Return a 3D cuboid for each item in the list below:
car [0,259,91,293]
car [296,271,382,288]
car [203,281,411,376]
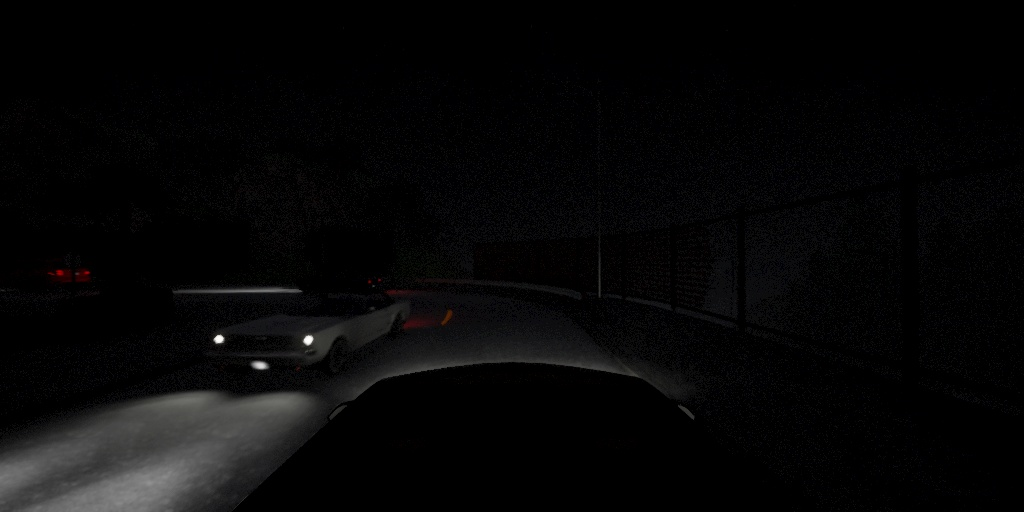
[{"bbox_3d":[-29.739,1.192,22.231,5.566,2.045,2.150,0,-1,0],"label":"car"},{"bbox_3d":[-10.761,1.573,22.334,4.718,1.301,1.895,0,-1,5],"label":"car"},{"bbox_3d":[-3.815,1.416,7.765,1.895,1.301,4.718,0,-1,2],"label":"car"}]
